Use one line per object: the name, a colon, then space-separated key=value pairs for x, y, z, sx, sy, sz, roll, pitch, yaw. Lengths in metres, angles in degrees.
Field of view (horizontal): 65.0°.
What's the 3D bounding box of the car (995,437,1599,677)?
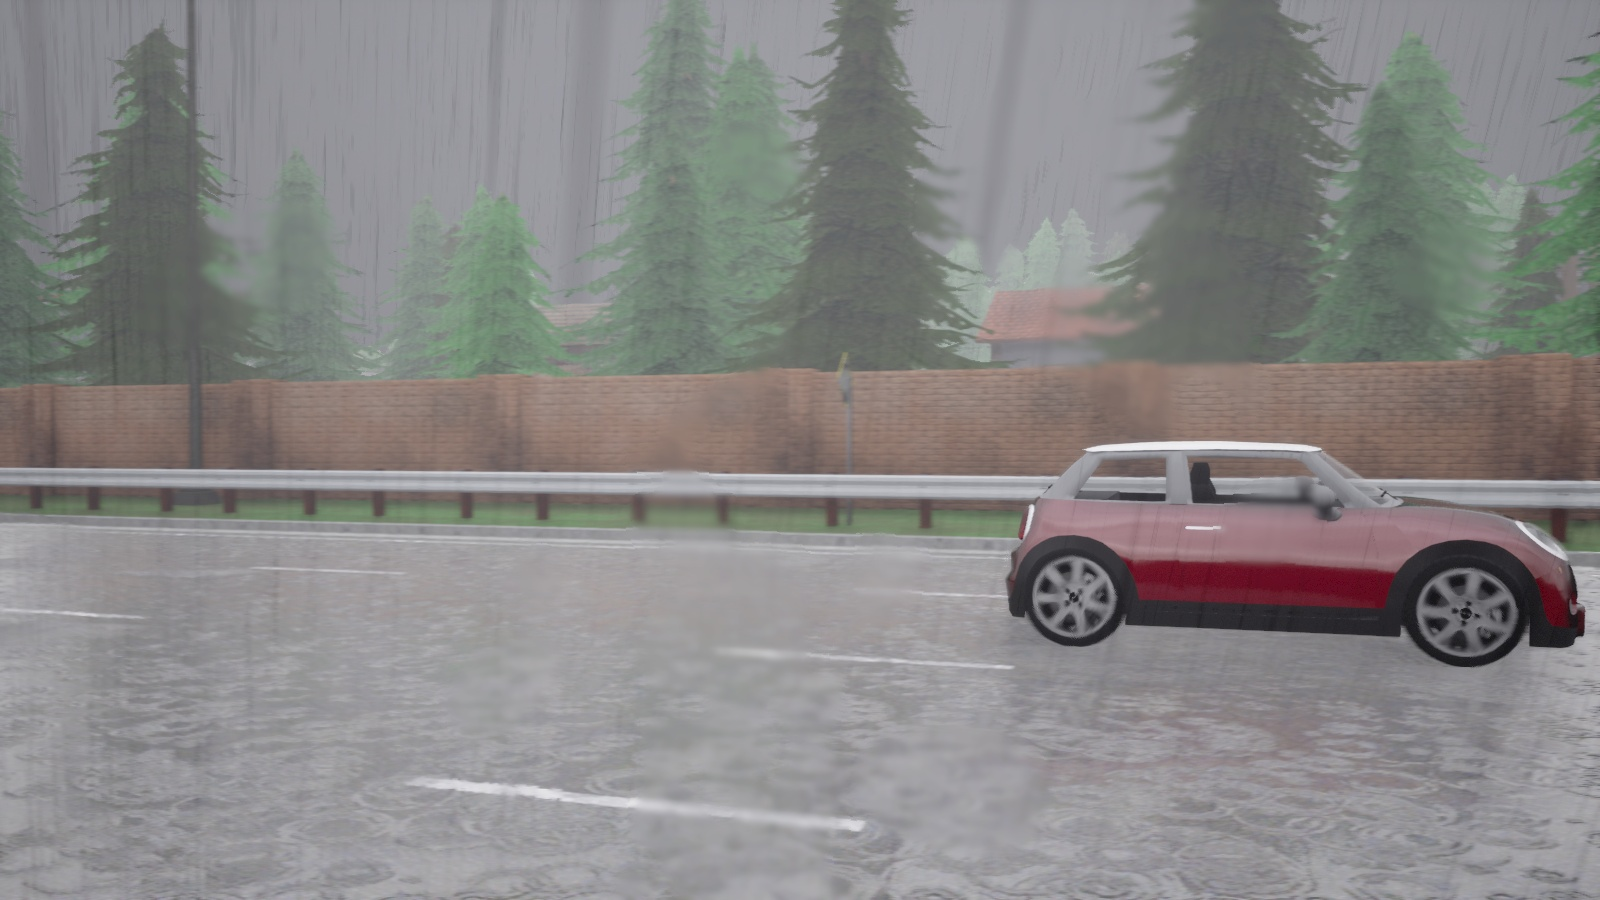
car: x=3.530 y=0.655 z=9.390 sx=3.806 sy=1.475 sz=1.970 roll=1 pitch=1 yaw=19
